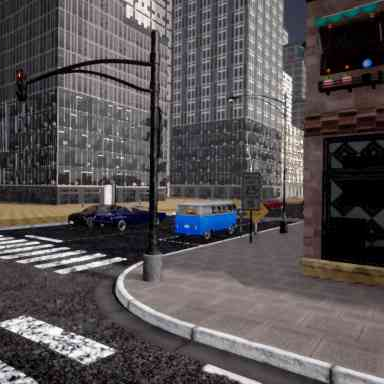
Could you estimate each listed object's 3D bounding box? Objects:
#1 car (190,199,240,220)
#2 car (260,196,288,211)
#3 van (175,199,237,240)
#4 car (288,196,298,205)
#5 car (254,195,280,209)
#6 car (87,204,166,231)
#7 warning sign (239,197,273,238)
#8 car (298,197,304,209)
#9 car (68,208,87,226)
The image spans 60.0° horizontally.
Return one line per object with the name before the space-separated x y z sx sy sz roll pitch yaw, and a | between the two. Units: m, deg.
car | 2.092 1.412 28.786 2.128 1.511 4.902 1 1 35
car | 9.067 1.501 38.553 1.895 1.301 4.718 1 1 36
van | 0.829 1.368 17.033 1.690 1.788 3.998 1 1 35
car | 16.381 1.364 53.299 1.752 1.417 4.829 1 1 35
car | 10.057 1.293 44.425 1.967 1.590 4.097 1 1 35
car | -3.787 1.541 20.541 1.895 1.301 4.718 1 1 35
warning sign | 3.109 1.177 16.137 1.300 1.860 1.060 1 1 35
car | 15.553 1.415 42.260 1.882 1.535 5.008 1 1 36
car | -5.998 1.467 21.900 1.947 1.339 4.313 1 1 35
